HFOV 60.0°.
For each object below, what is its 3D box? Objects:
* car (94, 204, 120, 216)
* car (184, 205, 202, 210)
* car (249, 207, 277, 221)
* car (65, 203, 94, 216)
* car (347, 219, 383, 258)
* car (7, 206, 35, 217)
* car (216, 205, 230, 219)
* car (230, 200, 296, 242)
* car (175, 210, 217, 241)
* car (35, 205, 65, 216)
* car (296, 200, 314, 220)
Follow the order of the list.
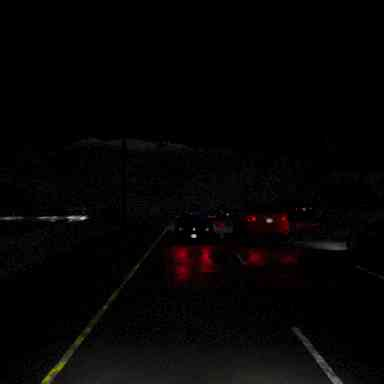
[{"bbox_3d":[-10.594,2.271,42.560,1.882,1.535,5.008,0,-2,0],"label":"car"},{"bbox_3d":[0.094,2.147,35.885,1.812,1.442,4.674,0,-1,0],"label":"car"},{"bbox_3d":[7.094,2.171,33.744,1.895,1.301,4.718,0,-1,0],"label":"car"},{"bbox_3d":[-14.093,2.153,42.857,2.097,1.767,4.553,0,-1,0],"label":"car"},{"bbox_3d":[7.097,1.647,11.373,1.837,1.490,4.892,0,-1,0],"label":"car"},{"bbox_3d":[-21.094,2.367,41.570,1.895,1.301,4.718,0,-2,0],"label":"car"},{"bbox_3d":[3.594,2.147,35.892,1.812,1.442,4.674,0,-1,0],"label":"car"},{"bbox_3d":[3.597,1.472,18.140,2.150,2.045,5.566,0,-1,0],"label":"car"},{"bbox_3d":[0.097,1.852,18.138,1.895,1.301,4.718,0,-1,0],"label":"car"},{"bbox_3d":[-17.593,2.347,42.783,2.033,1.411,5.357,0,-2,0],"label":"car"},{"bbox_3d":[10.594,1.800,34.106,2.150,2.045,5.566,0,-1,0],"label":"car"}]
